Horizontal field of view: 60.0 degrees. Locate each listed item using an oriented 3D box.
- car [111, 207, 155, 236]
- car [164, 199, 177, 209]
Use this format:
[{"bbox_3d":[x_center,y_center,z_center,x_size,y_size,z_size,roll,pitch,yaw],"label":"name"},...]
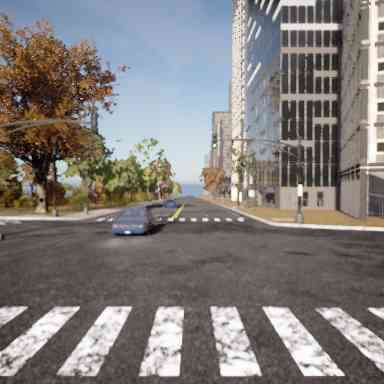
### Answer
[{"bbox_3d":[-3.300,1.631,19.711,2.033,1.411,5.357,0,1,0],"label":"car"},{"bbox_3d":[-3.398,1.867,53.254,1.882,1.535,5.008,0,0,0],"label":"car"}]
